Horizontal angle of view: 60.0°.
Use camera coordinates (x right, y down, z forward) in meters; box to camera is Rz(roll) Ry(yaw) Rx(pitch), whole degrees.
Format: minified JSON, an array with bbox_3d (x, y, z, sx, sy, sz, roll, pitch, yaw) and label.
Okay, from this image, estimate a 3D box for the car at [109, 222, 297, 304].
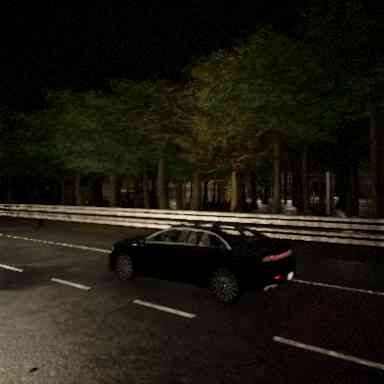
[{"bbox_3d":[0.024,1.493,8.171,4.902,1.511,2.128,0,0,35],"label":"car"}]
